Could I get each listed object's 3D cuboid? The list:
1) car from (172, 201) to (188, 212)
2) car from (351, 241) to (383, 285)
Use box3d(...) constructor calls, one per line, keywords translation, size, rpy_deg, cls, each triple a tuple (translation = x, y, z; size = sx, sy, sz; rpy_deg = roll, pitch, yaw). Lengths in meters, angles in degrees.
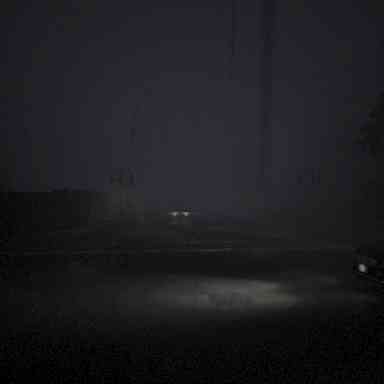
box3d(translation=(-1.767, 2.012, 47.014), size=(1.837, 1.490, 4.892), rpy_deg=(0, -1, -9), cls="car")
box3d(translation=(6.583, 1.610, 8.450), size=(4.902, 1.511, 2.128), rpy_deg=(0, -1, -8), cls="car")
